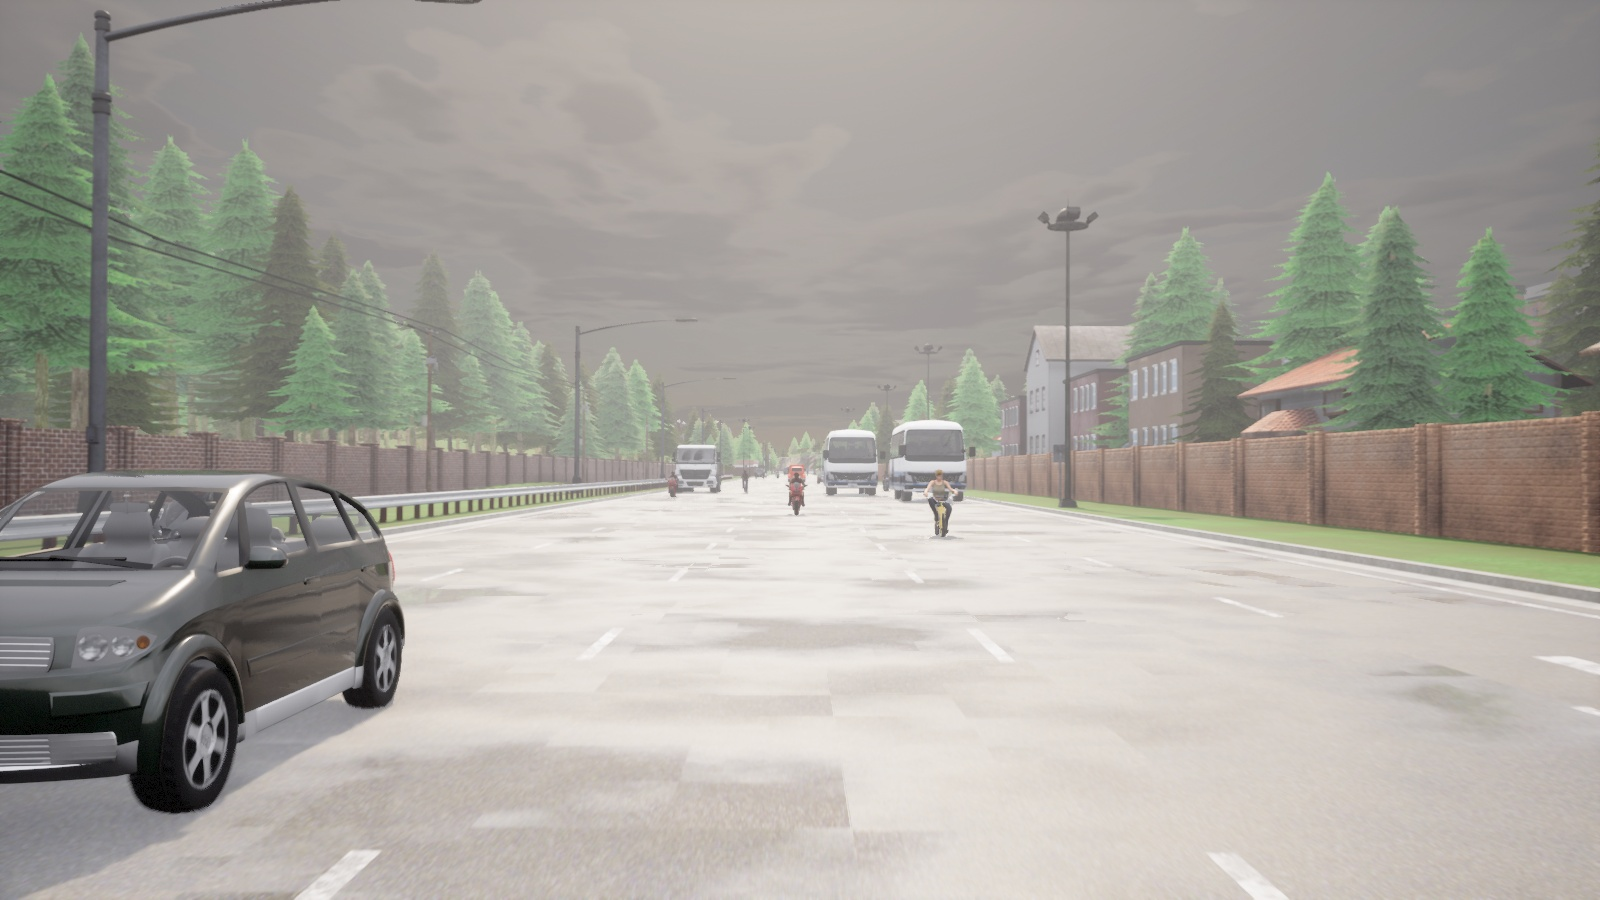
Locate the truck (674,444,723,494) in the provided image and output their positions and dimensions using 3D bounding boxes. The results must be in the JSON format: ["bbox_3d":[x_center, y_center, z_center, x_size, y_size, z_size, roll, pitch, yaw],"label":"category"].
[{"bbox_3d":[-7.227,1.377,90.533,2.891,3.462,7.936,0,-1,0],"label":"truck"}]

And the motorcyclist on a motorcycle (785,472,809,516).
[{"bbox_3d":[-0.109,1.536,44.134,0.797,1.523,2.044,0,-1,0],"label":"motorcyclist on a motorcycle"}]

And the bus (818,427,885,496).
[{"bbox_3d":[3.290,0.814,82.989,3.944,4.253,10.273,0,-1,0],"label":"bus"}]

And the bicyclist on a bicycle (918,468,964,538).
[{"bbox_3d":[3.360,1.239,29.952,0.866,1.612,1.509,0,-1,-2],"label":"bicyclist on a bicycle"}]

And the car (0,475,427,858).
[{"bbox_3d":[-3.518,0.924,6.995,1.789,1.549,3.705,0,-1,0],"label":"car"}]

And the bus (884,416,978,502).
[{"bbox_3d":[6.828,0.541,67.518,3.944,4.253,10.273,0,-1,0],"label":"bus"}]
